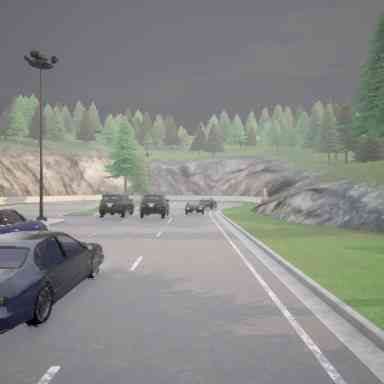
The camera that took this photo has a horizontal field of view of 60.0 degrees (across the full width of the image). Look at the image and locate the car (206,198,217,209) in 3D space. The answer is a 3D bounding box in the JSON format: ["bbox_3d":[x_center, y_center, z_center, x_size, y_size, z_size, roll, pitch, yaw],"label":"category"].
[{"bbox_3d":[2.148,1.492,44.297,2.128,1.511,4.902,0,0,14],"label":"car"}]

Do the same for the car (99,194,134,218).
[{"bbox_3d":[-6.817,1.222,30.474,2.150,2.045,5.566,0,0,1],"label":"car"}]

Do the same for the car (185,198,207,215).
[{"bbox_3d":[0.330,1.601,34.261,1.895,1.301,4.718,0,0,2],"label":"car"}]

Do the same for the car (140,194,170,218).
[{"bbox_3d":[-3.321,1.223,30.231,2.150,2.045,5.566,0,0,1],"label":"car"}]

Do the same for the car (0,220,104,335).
[{"bbox_3d":[-3.400,1.547,6.990,2.033,1.411,5.357,0,0,0],"label":"car"}]

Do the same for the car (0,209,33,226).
[{"bbox_3d":[-6.901,1.351,11.699,2.097,1.767,4.553,0,0,0],"label":"car"}]
